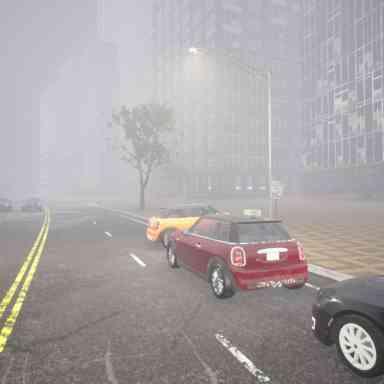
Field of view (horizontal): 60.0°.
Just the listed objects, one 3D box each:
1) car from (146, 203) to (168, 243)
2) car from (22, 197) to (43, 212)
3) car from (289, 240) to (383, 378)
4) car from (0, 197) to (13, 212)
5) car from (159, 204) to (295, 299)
[{"bbox_3d":[0.364,1.276,14.448,4.553,1.767,2.097,-3,1,-18],"label":"car"},{"bbox_3d":[-18.864,1.393,39.376,2.097,1.767,4.553,0,0,-24],"label":"car"},{"bbox_3d":[3.614,1.505,3.383,1.837,1.490,4.892,0,0,-36],"label":"car"},{"bbox_3d":[-21.832,1.390,38.052,2.097,1.767,4.553,0,0,-24],"label":"car"},{"bbox_3d":[0.874,1.355,8.851,2.097,1.767,4.553,0,0,-22],"label":"car"}]
